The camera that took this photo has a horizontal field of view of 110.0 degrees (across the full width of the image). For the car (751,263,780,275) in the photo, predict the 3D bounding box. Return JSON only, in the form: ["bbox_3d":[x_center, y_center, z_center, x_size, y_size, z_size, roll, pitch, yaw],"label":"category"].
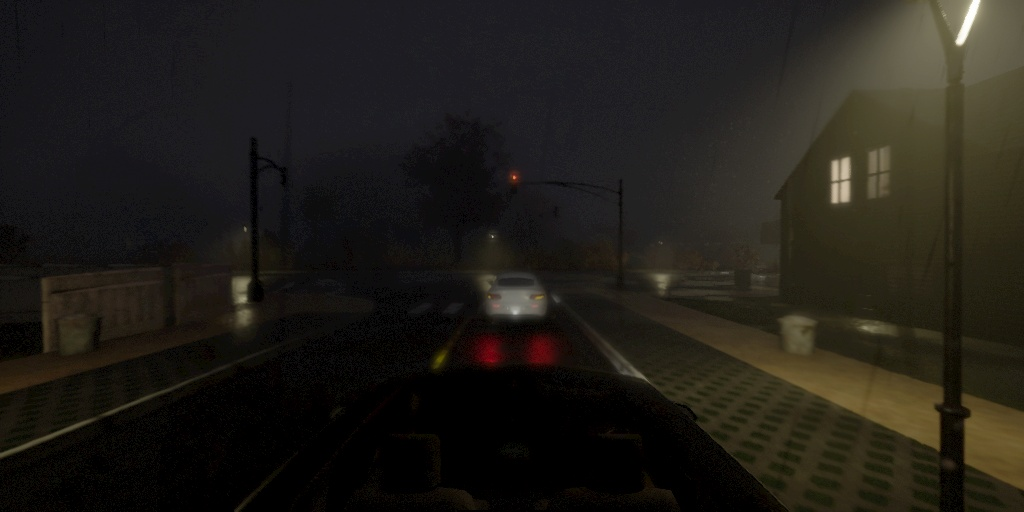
[{"bbox_3d":[30.723,1.542,42.728,4.674,1.442,1.812,1,1,-16],"label":"car"}]

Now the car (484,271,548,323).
[{"bbox_3d":[0.148,1.224,11.771,1.812,1.442,4.674,0,0,1],"label":"car"}]
